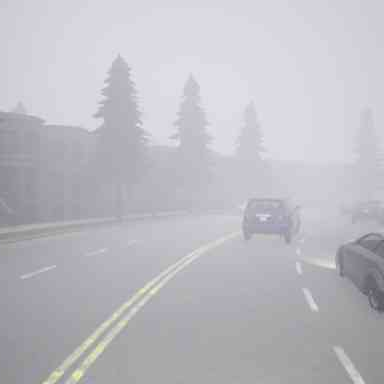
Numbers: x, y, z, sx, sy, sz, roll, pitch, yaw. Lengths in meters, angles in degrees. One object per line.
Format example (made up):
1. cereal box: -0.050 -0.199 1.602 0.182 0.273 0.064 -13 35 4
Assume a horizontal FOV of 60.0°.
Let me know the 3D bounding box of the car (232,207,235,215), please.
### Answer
1. car: 5.809 1.536 32.380 1.812 1.442 4.674 0 0 43

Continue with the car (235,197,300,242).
1. car: 4.090 1.239 16.738 2.150 2.045 5.566 0 0 23

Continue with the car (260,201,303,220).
1. car: 8.069 1.559 29.692 1.812 1.442 4.674 0 0 42

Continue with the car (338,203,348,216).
1. car: 16.493 1.651 32.879 5.357 1.411 2.033 0 0 -38

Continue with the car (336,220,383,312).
1. car: 4.687 1.596 7.576 1.994 1.385 4.181 0 0 12

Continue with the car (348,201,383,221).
1. car: 13.862 1.442 25.409 2.097 1.767 4.553 1 0 40
